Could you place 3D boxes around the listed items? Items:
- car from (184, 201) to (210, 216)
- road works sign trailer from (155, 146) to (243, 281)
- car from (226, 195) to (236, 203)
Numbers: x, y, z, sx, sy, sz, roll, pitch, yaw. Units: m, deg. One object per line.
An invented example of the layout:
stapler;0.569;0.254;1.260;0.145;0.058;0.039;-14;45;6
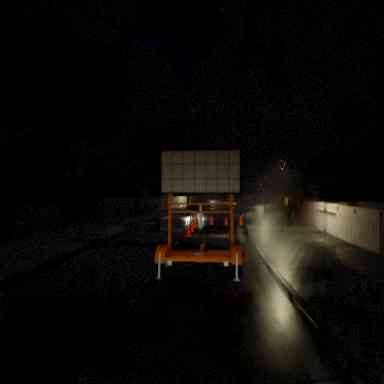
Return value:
car;0.625;1.574;33.099;2.033;1.411;5.357;0;0;11
road works sign trailer;0.266;0.462;9.871;2.380;3.560;2.880;0;0;5
car;8.683;1.461;73.949;2.097;1.767;4.553;0;0;6
